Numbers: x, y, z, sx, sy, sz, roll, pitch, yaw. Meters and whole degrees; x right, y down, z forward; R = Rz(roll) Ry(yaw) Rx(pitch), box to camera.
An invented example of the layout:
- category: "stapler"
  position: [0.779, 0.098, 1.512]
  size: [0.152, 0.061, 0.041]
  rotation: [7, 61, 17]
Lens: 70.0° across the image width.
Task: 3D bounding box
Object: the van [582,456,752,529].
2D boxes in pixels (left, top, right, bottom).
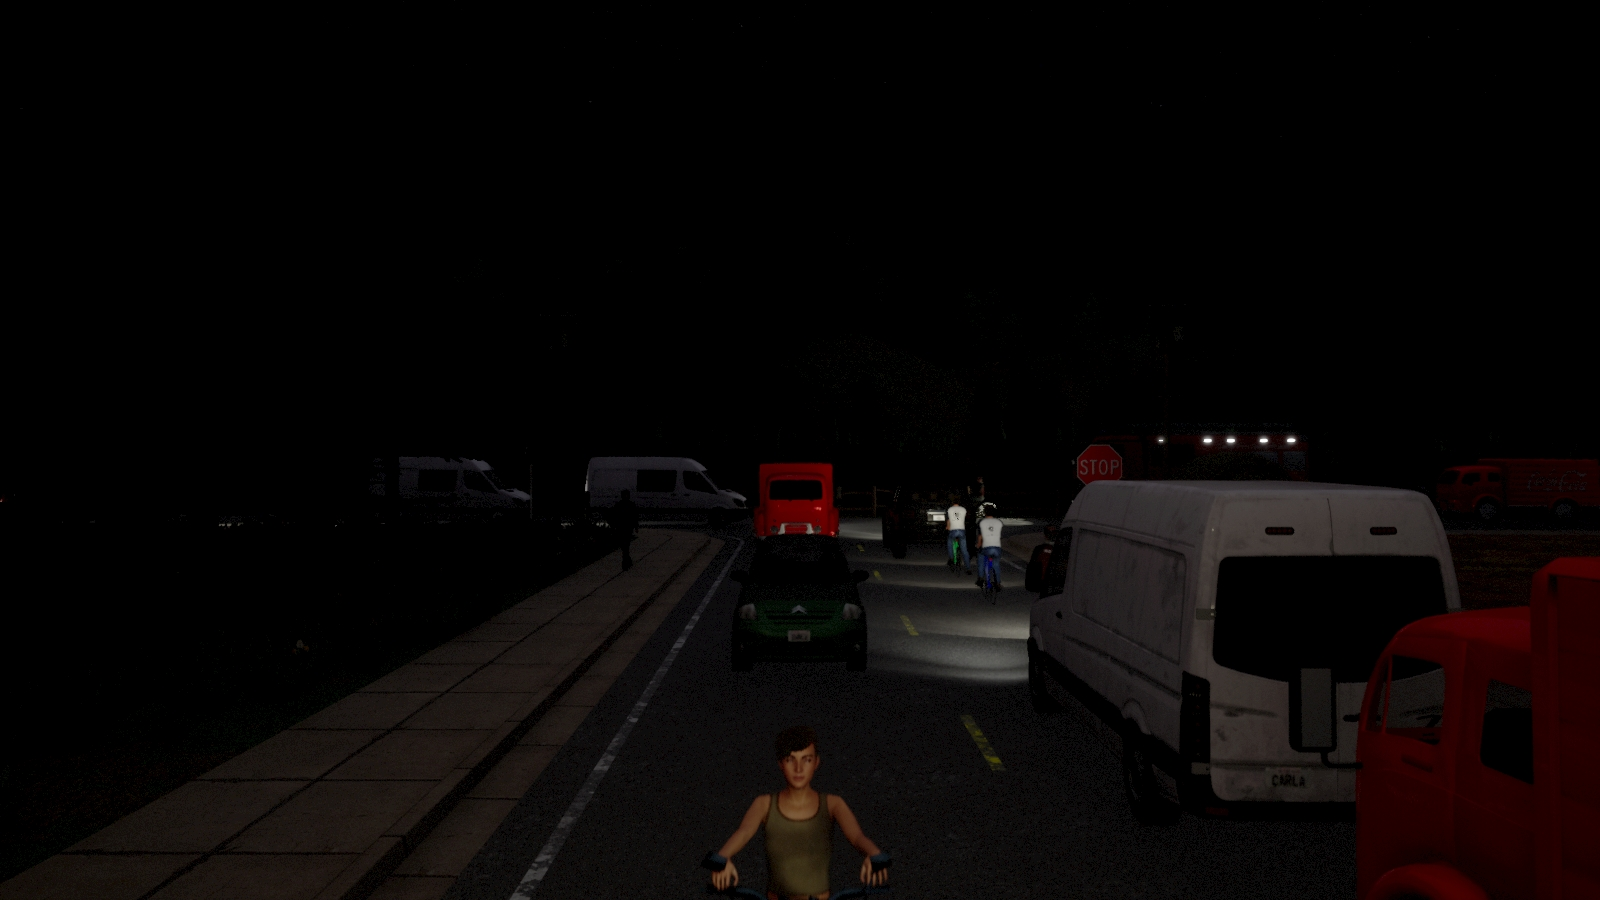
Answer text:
- category: "van"
  position: [-4.775, 1.527, 41.709]
  size: [5.915, 2.561, 1.988]
  rotation: [0, 0, 3]

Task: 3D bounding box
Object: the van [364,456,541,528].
- category: "van"
  position: [-12.725, 1.525, 42.084]
  size: [5.915, 2.561, 1.988]
  rotation: [0, 0, 3]

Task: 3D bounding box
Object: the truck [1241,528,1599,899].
- category: "truck"
  position: [3.503, 1.549, 3.018]
  size: [2.627, 2.467, 5.204]
  rotation: [0, -2, 0]

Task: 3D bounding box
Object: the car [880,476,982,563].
- category: "car"
  position: [3.468, 1.799, 31.371]
  size: [2.150, 2.045, 5.566]
  rotation: [0, 0, 0]

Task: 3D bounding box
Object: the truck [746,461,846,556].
- category: "truck"
  position: [-0.123, 1.588, 32.891]
  size: [2.627, 2.467, 5.204]
  rotation: [0, 0, 0]

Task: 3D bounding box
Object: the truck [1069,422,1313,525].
- category: "truck"
  position: [14.989, 0.882, 44.272]
  size: [8.468, 3.827, 2.891]
  rotation: [0, 0, 3]

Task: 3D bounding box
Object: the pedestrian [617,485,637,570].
- category: "pedestrian"
  position: [-3.821, 1.710, 25.245]
  size: [0.375, 1.860, 0.375]
  rotation: [0, 0, 0]

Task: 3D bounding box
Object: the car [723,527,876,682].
- category: "car"
  position: [-0.004, 2.010, 15.837]
  size: [1.851, 1.617, 3.988]
  rotation: [0, 0, 0]

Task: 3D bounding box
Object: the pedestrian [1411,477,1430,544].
- category: "pedestrian"
  position: [17.385, 1.696, 32.035]
  size: [0.375, 1.860, 0.375]
  rotation: [0, 0, -44]

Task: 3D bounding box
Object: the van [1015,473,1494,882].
- category: "van"
  position: [3.522, 1.541, 10.412]
  size: [1.988, 2.561, 5.915]
  rotation: [0, 0, 0]

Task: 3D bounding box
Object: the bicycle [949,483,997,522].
- category: "bicycle"
  position: [6.757, 2.054, 44.659]
  size: [1.835, 1.471, 0.329]
  rotation: [0, 0, 3]
